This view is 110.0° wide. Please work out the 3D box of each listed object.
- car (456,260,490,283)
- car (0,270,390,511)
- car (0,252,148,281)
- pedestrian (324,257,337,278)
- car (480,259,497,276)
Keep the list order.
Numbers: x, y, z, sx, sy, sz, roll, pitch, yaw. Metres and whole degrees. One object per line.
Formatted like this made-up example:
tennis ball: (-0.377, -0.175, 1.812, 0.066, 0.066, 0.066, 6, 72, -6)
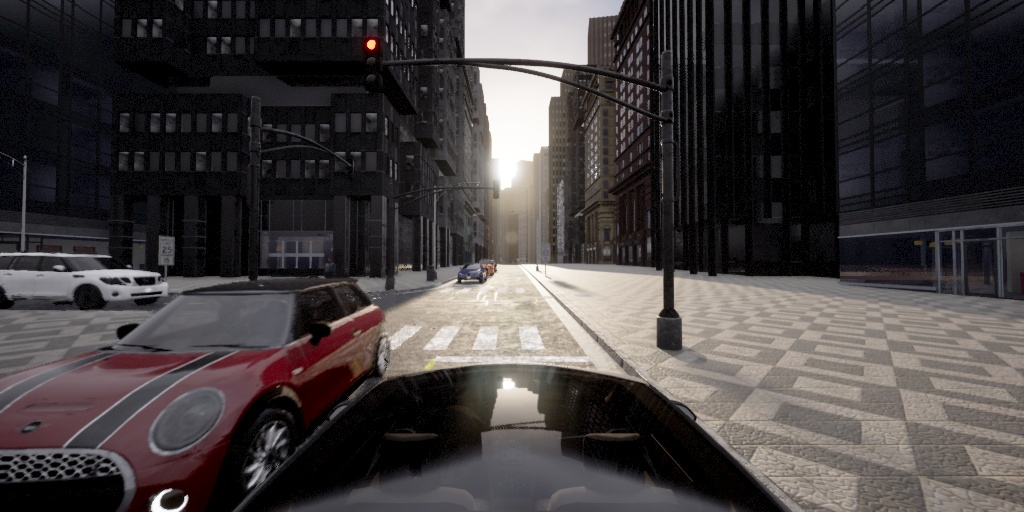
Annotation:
car: (-3.050, 1.289, 28.235, 1.812, 1.442, 4.674, 0, 0, 2)
car: (-3.058, 1.103, 4.251, 2.097, 1.767, 4.553, 0, 0, -3)
car: (-16.315, 0.905, 13.377, 5.566, 2.045, 2.150, 0, -1, 0)
pedestrian: (-9.972, 0.974, 19.591, 0.375, 1.860, 0.375, 0, -1, 0)
car: (-3.028, 1.138, 38.240, 2.097, 1.767, 4.553, 0, 0, 0)
